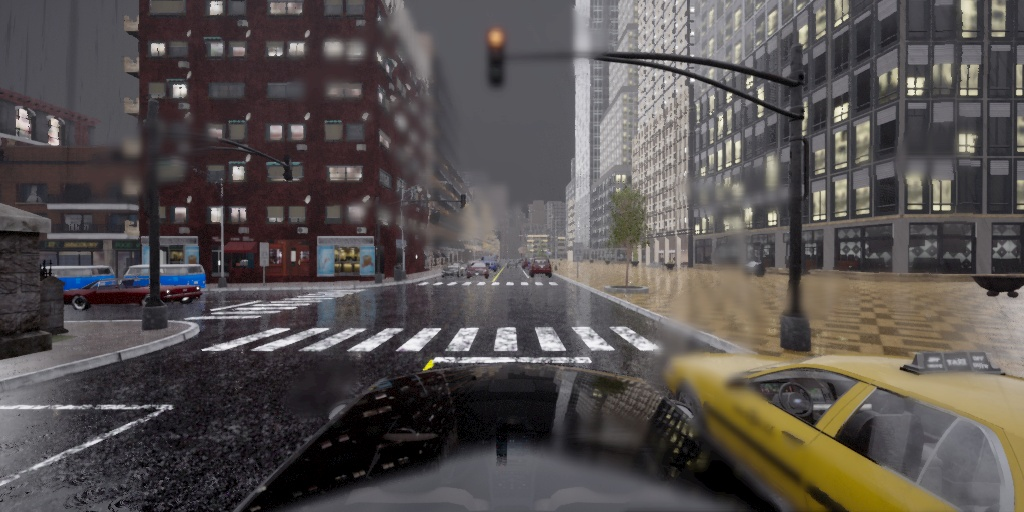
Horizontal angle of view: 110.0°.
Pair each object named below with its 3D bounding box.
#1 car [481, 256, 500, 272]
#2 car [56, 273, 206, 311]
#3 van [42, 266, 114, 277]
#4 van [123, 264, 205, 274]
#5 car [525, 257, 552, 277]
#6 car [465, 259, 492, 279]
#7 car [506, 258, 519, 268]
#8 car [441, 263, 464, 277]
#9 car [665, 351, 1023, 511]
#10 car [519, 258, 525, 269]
[{"bbox_3d":[-3.078,0.989,46.385,2.150,2.045,5.566,0,0,0],"label":"car"},{"bbox_3d":[-16.542,1.603,15.714,4.718,1.301,1.895,-1,0,-1],"label":"car"},{"bbox_3d":[-26.296,1.481,21.422,3.998,1.789,1.690,0,0,0],"label":"van"},{"bbox_3d":[-20.758,1.391,21.470,3.998,1.789,1.690,0,0,0],"label":"van"},{"bbox_3d":[2.705,1.074,34.699,2.192,1.841,5.009,0,0,0],"label":"car"},{"bbox_3d":[-3.090,1.284,33.193,1.812,1.442,4.674,0,0,-2],"label":"car"},{"bbox_3d":[0.028,1.286,63.477,2.128,1.511,4.902,0,0,0],"label":"car"},{"bbox_3d":[-5.675,1.310,34.703,2.007,1.370,4.403,0,0,0],"label":"car"},{"bbox_3d":[2.689,1.275,2.457,1.751,1.417,4.829,0,0,0],"label":"car"},{"bbox_3d":[2.716,1.099,56.804,2.192,1.841,5.009,0,0,0],"label":"car"}]
